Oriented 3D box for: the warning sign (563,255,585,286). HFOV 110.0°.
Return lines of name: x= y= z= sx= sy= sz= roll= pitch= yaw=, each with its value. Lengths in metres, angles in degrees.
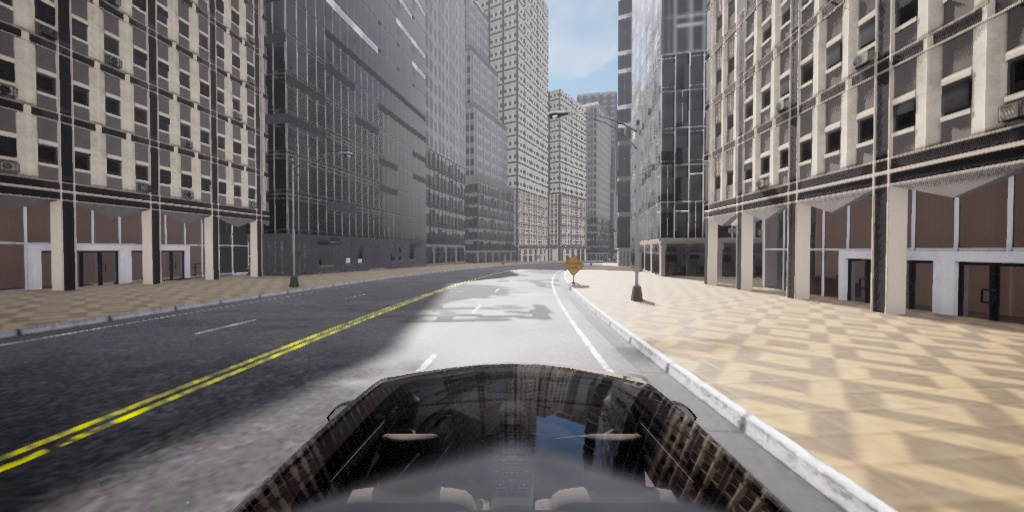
warning sign: x=3.777 y=0.849 z=22.053 sx=1.300 sy=1.860 sz=1.060 roll=0 pitch=0 yaw=5
